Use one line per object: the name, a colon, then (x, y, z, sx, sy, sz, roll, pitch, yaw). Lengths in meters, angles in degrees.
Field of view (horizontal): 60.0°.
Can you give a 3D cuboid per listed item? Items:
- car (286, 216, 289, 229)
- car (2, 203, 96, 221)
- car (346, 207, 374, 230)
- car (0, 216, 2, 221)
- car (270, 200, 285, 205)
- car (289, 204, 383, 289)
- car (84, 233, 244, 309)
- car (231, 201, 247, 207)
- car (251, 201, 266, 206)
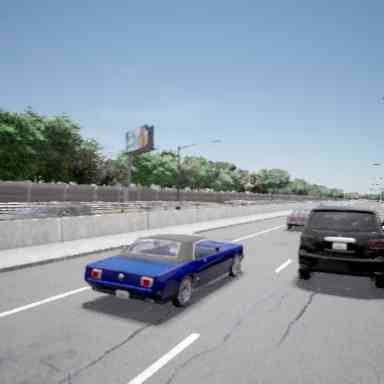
car: (8.194, 1.940, 24.134, 2.033, 1.411, 5.357, 1, -1, 28)
car: (-7.245, 1.433, 17.912, 2.097, 1.767, 4.553, 1, -1, 28)
car: (13.358, 2.005, 26.397, 1.837, 1.490, 4.892, 1, -1, 28)
car: (-9.633, 1.625, 20.876, 2.033, 1.411, 5.357, 1, -1, 28)
car: (15.576, 2.326, 60.613, 2.097, 1.767, 4.553, 1, -1, 29)
car: (4.703, 1.402, 10.136, 2.150, 2.045, 5.566, 1, -1, 28)
car: (-0.270, 1.685, 8.249, 1.895, 1.301, 4.718, 1, -1, 28)
car: (8.915, 2.390, 62.992, 2.128, 1.511, 4.902, 1, -1, 29)
car: (12.594, 2.445, 62.448, 2.128, 1.511, 4.902, 1, -1, 29)
